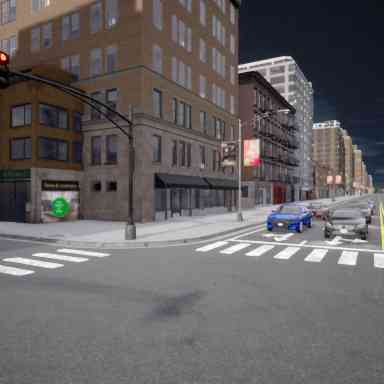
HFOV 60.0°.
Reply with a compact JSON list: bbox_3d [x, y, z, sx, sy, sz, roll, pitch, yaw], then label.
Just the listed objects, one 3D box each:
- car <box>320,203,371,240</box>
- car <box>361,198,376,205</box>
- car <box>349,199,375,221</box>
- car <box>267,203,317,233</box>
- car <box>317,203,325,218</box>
[{"bbox_3d":[8.088,1.539,17.273,1.812,1.442,4.674,0,0,29],"label":"car"},{"bbox_3d":[17.541,1.523,34.059,1.837,1.490,4.892,0,0,30],"label":"car"},{"bbox_3d":[12.624,1.521,25.337,1.837,1.490,4.892,0,0,29],"label":"car"},{"bbox_3d":[6.033,1.494,20.235,1.882,1.535,5.008,0,0,29],"label":"car"},{"bbox_3d":[10.420,1.583,28.050,1.994,1.385,4.181,0,0,29],"label":"car"}]
